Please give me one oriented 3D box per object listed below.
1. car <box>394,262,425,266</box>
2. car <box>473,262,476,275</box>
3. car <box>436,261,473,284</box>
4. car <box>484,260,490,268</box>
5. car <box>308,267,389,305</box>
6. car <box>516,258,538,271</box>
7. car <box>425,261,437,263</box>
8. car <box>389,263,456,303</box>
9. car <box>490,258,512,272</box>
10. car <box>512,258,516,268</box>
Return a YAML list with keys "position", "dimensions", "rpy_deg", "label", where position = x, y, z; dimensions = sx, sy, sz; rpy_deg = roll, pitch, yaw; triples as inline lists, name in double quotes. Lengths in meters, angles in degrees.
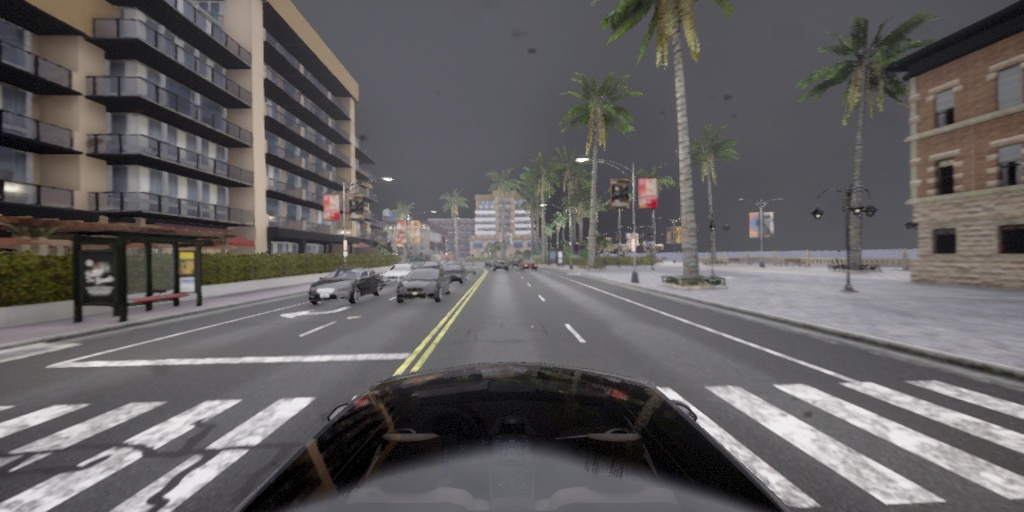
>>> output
- position: [-7.806, 1.299, 25.621]
  dimensions: [1.812, 1.442, 4.674]
  rpy_deg: [-1, 0, -2]
  label: "car"
- position: [-4.708, 1.285, 37.550]
  dimensions: [1.895, 1.301, 4.718]
  rpy_deg: [-1, 0, -5]
  label: "car"
- position: [-4.331, 1.267, 26.652]
  dimensions: [2.033, 1.411, 5.357]
  rpy_deg: [-1, 0, -2]
  label: "car"
- position: [-3.010, 1.197, 54.851]
  dimensions: [1.895, 1.301, 4.718]
  rpy_deg: [-1, 0, -14]
  label: "car"
- position: [-7.517, 1.294, 16.691]
  dimensions: [2.128, 1.511, 4.902]
  rpy_deg: [-1, 0, -2]
  label: "car"
- position: [2.025, 1.160, 45.362]
  dimensions: [1.895, 1.301, 4.718]
  rpy_deg: [-1, 0, -6]
  label: "car"
- position: [-8.182, 1.216, 36.628]
  dimensions: [1.882, 1.535, 5.008]
  rpy_deg: [-1, 1, -2]
  label: "car"
- position: [-4.023, 1.256, 16.948]
  dimensions: [1.837, 1.490, 4.892]
  rpy_deg: [-1, 0, -2]
  label: "car"
- position: [-1.420, 1.117, 44.432]
  dimensions: [1.837, 1.490, 4.892]
  rpy_deg: [-1, 0, -6]
  label: "car"
- position: [0.444, 1.050, 55.452]
  dimensions: [1.837, 1.490, 4.892]
  rpy_deg: [-1, 0, -14]
  label: "car"
